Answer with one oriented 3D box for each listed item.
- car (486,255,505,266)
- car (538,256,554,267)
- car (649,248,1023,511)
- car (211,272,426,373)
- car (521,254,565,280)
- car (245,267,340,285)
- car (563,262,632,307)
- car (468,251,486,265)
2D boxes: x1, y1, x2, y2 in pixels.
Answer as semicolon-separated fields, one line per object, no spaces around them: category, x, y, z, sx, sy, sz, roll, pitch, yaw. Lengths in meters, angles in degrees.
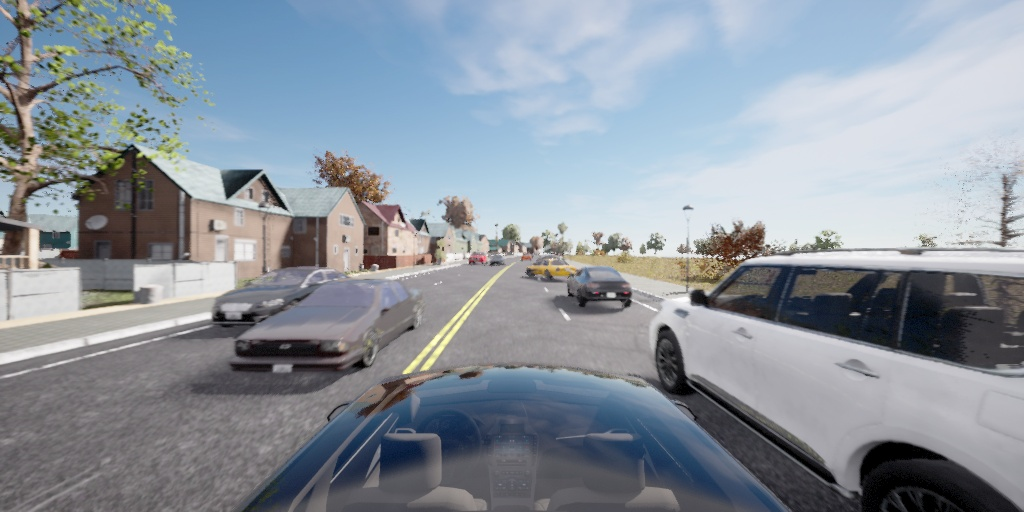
car;-2.004;0.602;49.809;1.837;1.490;4.892;0;1;3
car;4.419;0.733;47.105;1.895;1.301;4.718;0;1;3
car;3.247;0.952;3.347;2.150;2.045;5.566;0;1;0
car;-3.318;1.209;7.863;2.033;1.411;5.357;0;1;0
car;2.775;0.864;26.652;1.801;1.575;5.366;0;1;-22
car;-6.530;1.109;10.894;2.128;1.511;4.902;0;1;1
car;3.341;1.106;14.264;1.812;1.442;4.674;0;1;1
car;-5.031;0.268;53.565;2.150;2.045;5.566;0;1;4
